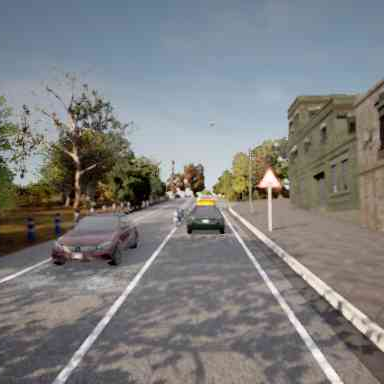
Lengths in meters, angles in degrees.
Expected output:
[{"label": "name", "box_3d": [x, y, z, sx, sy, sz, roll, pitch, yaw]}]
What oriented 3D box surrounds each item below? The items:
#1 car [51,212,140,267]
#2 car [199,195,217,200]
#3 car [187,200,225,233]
[{"label": "car", "box_3d": [-2.991, 1.429, 11.267, 1.812, 1.442, 4.674, 0, 1, 2]}, {"label": "car", "box_3d": [1.684, 1.114, 36.199, 1.882, 1.535, 5.008, 0, 1, 7]}, {"label": "car", "box_3d": [0.755, 1.393, 18.426, 1.994, 1.385, 4.181, 0, 1, 2]}]
